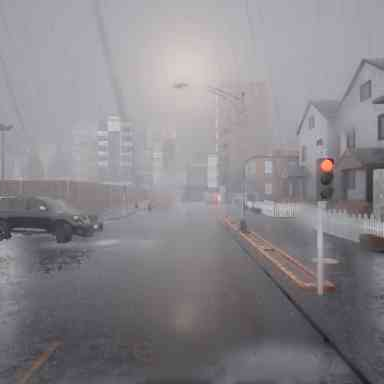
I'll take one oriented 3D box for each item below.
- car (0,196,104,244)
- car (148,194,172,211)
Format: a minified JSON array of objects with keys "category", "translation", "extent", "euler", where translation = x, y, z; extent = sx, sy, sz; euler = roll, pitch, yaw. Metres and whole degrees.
[{"category":"car","translation":[-7.034,1.222,15.834],"extent":[5.566,2.045,2.150],"euler":[0,-1,15]},{"category":"car","translation":[-4.079,1.221,41.202],"extent":[2.150,2.045,5.566],"euler":[0,0,0]}]
